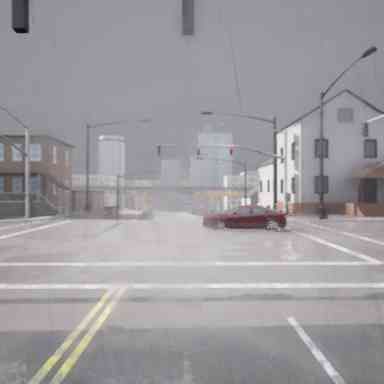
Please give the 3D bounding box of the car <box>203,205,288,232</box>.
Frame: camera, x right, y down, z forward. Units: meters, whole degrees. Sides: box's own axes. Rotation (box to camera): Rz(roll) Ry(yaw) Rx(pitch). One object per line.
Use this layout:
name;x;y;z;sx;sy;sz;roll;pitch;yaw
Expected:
car;3.179;1.570;20.118;5.008;1.535;1.882;0;0;-1
